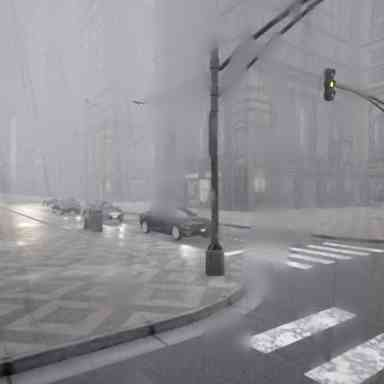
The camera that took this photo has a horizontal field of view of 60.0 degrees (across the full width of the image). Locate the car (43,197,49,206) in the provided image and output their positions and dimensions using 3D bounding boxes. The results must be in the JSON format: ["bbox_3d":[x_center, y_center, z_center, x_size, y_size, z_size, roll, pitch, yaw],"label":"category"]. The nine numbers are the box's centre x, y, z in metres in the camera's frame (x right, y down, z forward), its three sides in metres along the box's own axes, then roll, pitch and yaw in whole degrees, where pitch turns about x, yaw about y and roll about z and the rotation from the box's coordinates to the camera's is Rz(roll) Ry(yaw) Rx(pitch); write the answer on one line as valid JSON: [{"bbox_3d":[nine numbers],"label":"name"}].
[{"bbox_3d":[-22.043,1.446,52.076,1.812,1.442,4.674,0,0,-36],"label":"car"}]

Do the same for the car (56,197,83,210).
[{"bbox_3d":[-16.401,1.488,44.262,2.033,1.411,5.357,0,0,-35],"label":"car"}]

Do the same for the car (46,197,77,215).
[{"bbox_3d":[-13.010,1.518,34.093,2.033,1.411,5.357,0,0,-35],"label":"car"}]

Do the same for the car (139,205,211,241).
[{"bbox_3d":[-0.947,1.469,17.175,1.882,1.535,5.008,0,0,-36],"label":"car"}]

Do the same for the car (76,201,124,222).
[{"bbox_3d":[-6.862,1.480,25.462,2.128,1.511,4.902,0,0,-36],"label":"car"}]
